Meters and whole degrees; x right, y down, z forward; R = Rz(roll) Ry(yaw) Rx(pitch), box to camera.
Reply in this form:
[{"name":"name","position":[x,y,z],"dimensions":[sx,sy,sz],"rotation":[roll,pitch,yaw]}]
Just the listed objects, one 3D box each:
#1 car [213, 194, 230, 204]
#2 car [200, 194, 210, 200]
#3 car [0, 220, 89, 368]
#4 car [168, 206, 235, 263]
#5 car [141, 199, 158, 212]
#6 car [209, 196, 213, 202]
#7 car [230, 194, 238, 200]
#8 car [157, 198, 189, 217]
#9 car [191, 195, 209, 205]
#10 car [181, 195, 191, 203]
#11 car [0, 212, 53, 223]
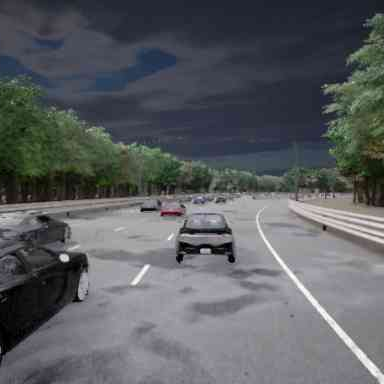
[{"name":"car","position":[5.701,1.429,63.832],"dimensions":[1.837,1.490,4.892],"rotation":[0,0,9]},{"name":"car","position":[3.565,1.384,90.199],"dimensions":[2.033,1.411,5.357],"rotation":[0,0,12]},{"name":"car","position":[-3.170,1.471,5.156],"dimensions":[1.882,1.535,5.008],"rotation":[0,0,2]},{"name":"car","position":[0.493,1.495,12.052],"dimensions":[2.128,1.511,4.902],"rotation":[0,0,2]},{"name":"car","position":[-4.562,1.531,38.643],"dimensions":[1.994,1.385,4.181],"rotation":[0,0,6]},{"name":"car","position":[3.891,1.490,74.058],"dimensions":[1.895,1.301,4.718],"rotation":[0,0,11]},{"name":"car","position":[10.017,1.388,86.924],"dimensions":[2.128,1.511,4.902],"rotation":[0,0,12]},{"name":"car","position":[-1.684,1.558,31.446],"dimensions":[1.994,1.385,4.181],"rotation":[0,0,5]},{"name":"car","position":[1.473,1.460,58.763],"dimensions":[1.812,1.442,4.674],"rotation":[0,0,9]},{"name":"car","position":[-1.152,1.404,65.038],"dimensions":[2.128,1.511,4.902],"rotation":[0,0,9]},{"name":"car","position":[-6.416,1.514,12.974],"dimensions":[1.812,1.442,4.674],"rotation":[0,0,3]}]
